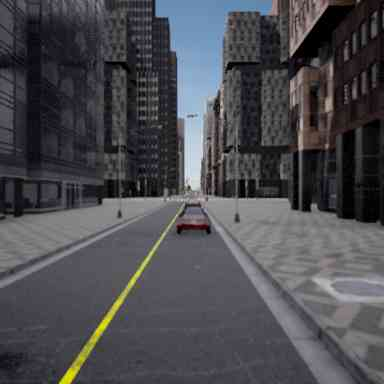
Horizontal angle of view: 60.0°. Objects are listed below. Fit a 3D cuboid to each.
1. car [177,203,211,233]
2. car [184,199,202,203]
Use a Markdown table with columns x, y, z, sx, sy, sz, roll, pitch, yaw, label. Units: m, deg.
| x | y | z | sx | sy | sz | roll | pitch | yaw | label |
| --- | --- | --- | --- | --- | --- | --- | --- | --- | --- |
| 0.099 | 1.613 | 20.262 | 1.994 | 1.385 | 4.181 | 0 | 0 | 0 | car |
| 0.099 | 1.568 | 38.184 | 1.882 | 1.535 | 5.008 | 0 | 0 | 0 | car |
